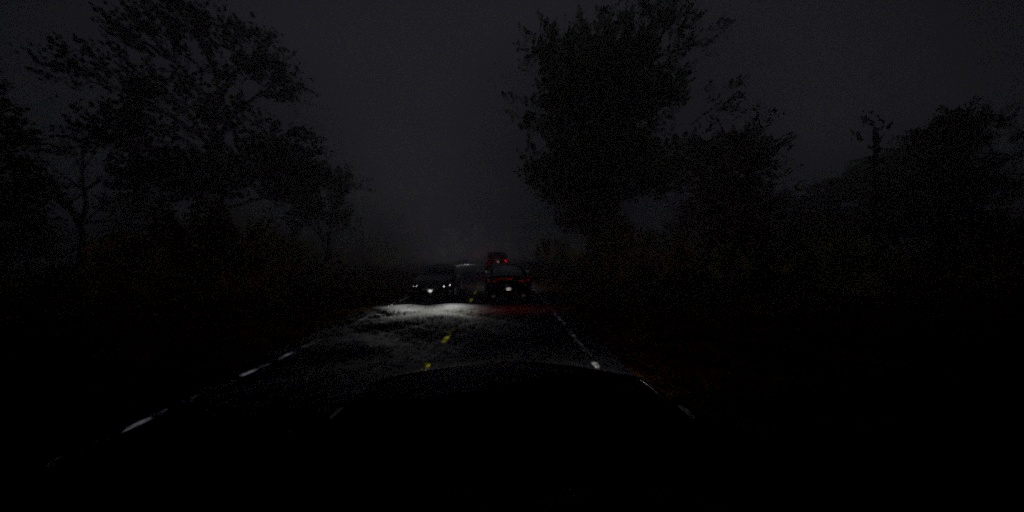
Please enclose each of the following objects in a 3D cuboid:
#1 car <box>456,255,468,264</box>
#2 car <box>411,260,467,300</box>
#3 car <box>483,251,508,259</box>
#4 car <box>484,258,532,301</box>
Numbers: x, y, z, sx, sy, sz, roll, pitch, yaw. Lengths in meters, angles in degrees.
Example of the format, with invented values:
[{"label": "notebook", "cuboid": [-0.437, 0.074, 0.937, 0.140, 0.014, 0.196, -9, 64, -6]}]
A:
[{"label": "car", "cuboid": [-8.676, 0.634, 62.070, 1.812, 1.442, 4.674, -1, 1, -11]}, {"label": "car", "cuboid": [-3.377, 1.112, 16.741, 1.837, 1.490, 4.892, -1, 1, -3]}, {"label": "car", "cuboid": [-1.554, 0.574, 35.008, 2.150, 2.045, 5.566, -1, 1, -6]}, {"label": "car", "cuboid": [-0.223, 1.051, 16.083, 1.882, 1.535, 5.008, -1, 1, -2]}]
